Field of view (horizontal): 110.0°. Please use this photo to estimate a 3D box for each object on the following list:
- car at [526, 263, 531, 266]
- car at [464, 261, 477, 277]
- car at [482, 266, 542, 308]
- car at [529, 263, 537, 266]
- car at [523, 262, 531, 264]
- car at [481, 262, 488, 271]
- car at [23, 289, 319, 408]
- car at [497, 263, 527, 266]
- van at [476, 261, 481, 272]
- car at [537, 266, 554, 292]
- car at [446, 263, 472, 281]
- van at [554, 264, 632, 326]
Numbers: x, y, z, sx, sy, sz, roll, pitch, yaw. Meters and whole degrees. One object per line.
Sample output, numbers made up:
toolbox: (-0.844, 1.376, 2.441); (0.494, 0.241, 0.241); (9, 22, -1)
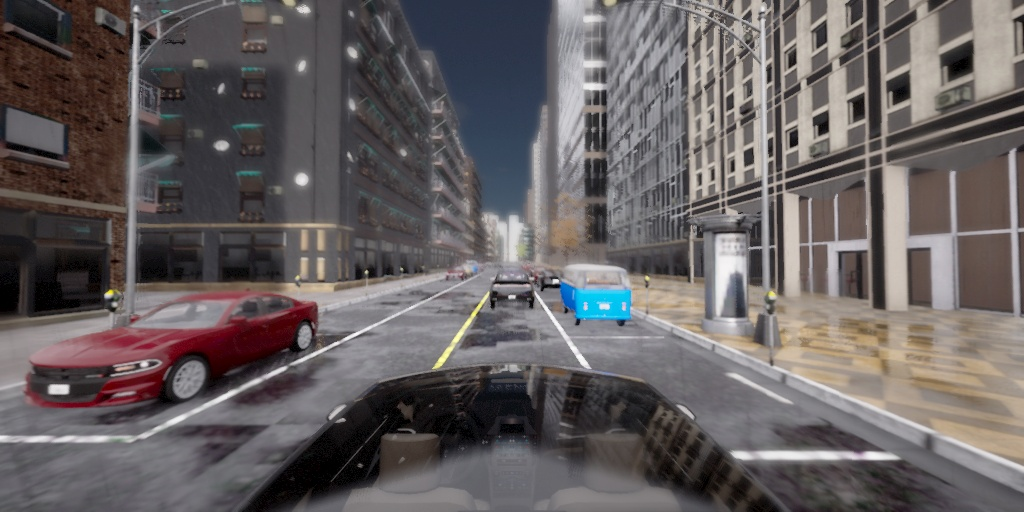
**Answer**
car: (2.568, 1.624, 34.413); (1.948, 1.339, 4.313); (0, 0, 0)
car: (-5.312, 1.639, 40.153); (1.751, 1.417, 4.829); (0, 0, 0)
car: (0.006, 1.379, 16.151); (2.128, 1.511, 4.902); (0, 0, 0)
car: (2.568, 1.550, 28.760); (1.888, 1.381, 4.507); (0, 0, 0)
car: (2.569, 1.657, 51.369); (1.967, 1.591, 4.097); (0, 0, 0)
car: (-5.311, 1.854, 57.262); (1.802, 1.307, 4.207); (0, 0, 0)
car: (-5.314, 1.340, 6.445); (1.888, 1.381, 4.507); (0, 0, 0)
car: (0.003, 1.572, 30.850); (2.033, 1.411, 5.357); (0, -1, 0)
van: (-5.312, 1.507, 45.970); (1.690, 1.789, 3.998); (0, 0, 0)
car: (2.568, 1.517, 23.108); (1.948, 1.339, 4.313); (0, 0, 0)
car: (-5.313, 1.643, 34.677); (1.802, 1.307, 4.207); (0, 0, 0)
van: (2.567, 1.186, 11.803); (1.690, 1.789, 3.998); (0, 0, 0)
